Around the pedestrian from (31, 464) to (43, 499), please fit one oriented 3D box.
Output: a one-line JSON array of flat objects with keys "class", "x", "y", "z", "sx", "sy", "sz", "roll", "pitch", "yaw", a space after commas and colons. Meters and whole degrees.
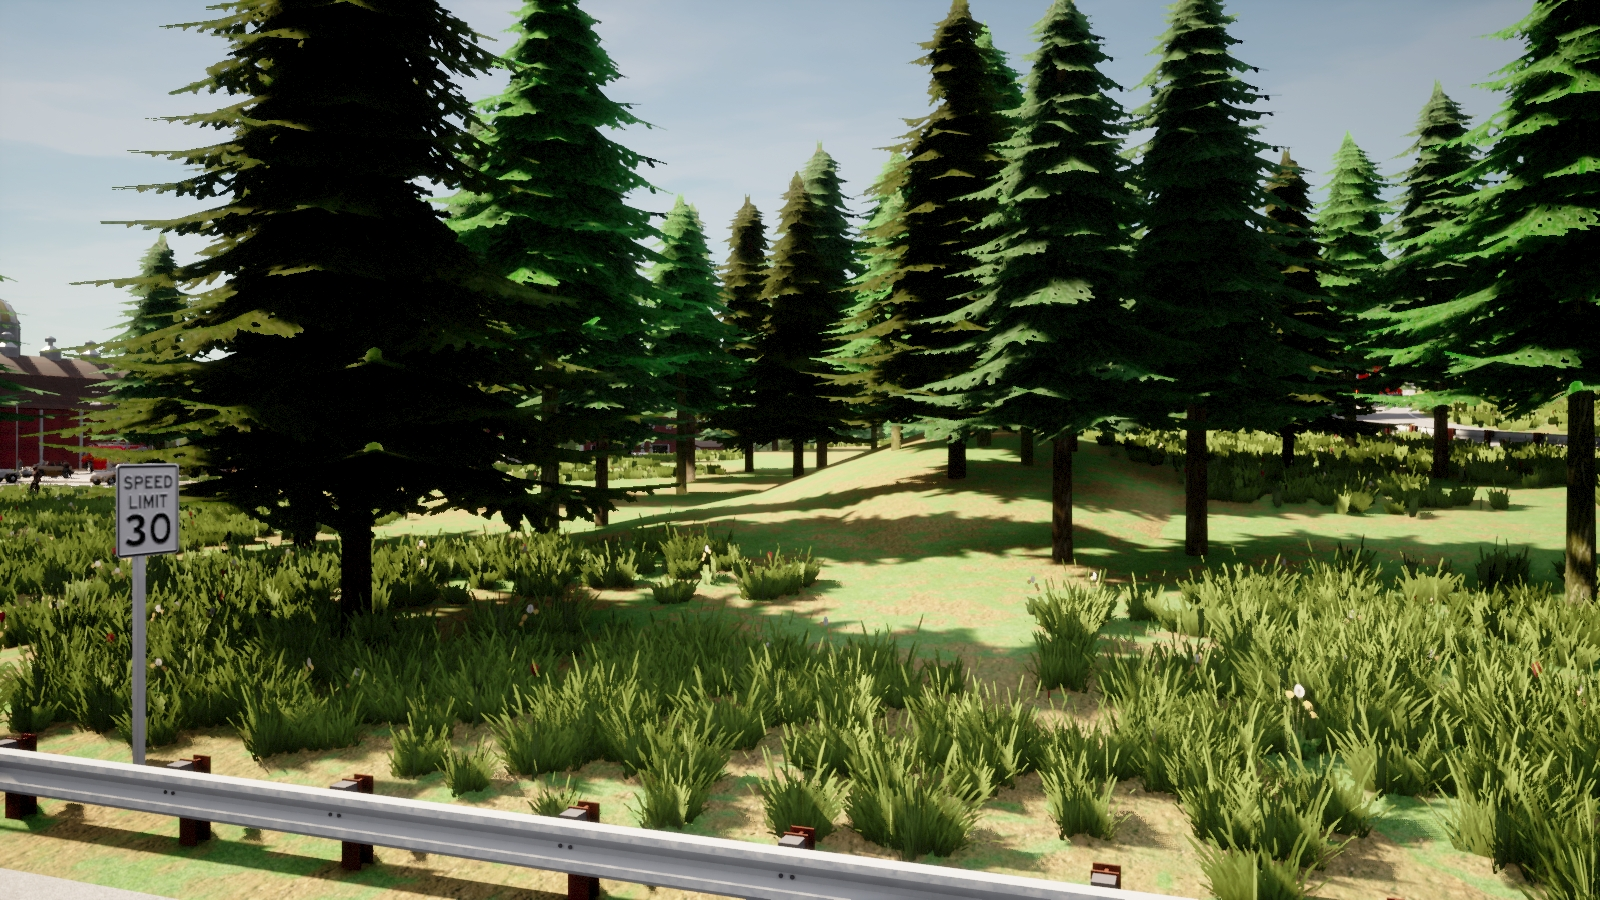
[{"class": "pedestrian", "x": -41.388, "y": 1.700, "z": 61.947, "sx": 0.375, "sy": 1.860, "sz": 0.375, "roll": 0, "pitch": 0, "yaw": 14}]
